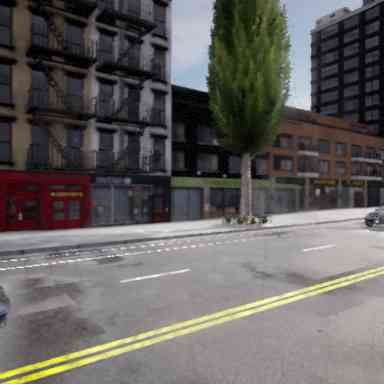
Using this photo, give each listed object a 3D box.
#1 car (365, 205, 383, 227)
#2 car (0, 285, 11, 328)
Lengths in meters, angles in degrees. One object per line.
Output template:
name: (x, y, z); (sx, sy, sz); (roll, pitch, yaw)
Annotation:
car: (12.595, 1.430, 20.582); (4.674, 1.442, 1.812); (0, 0, -35)
car: (-5.235, 1.554, 3.942); (5.357, 1.411, 2.033); (0, 0, -35)
